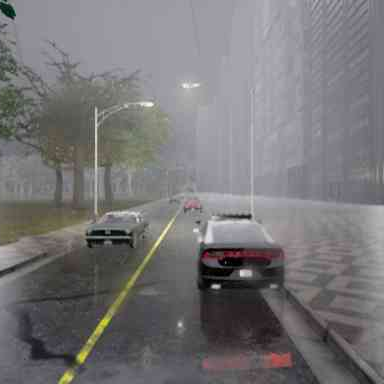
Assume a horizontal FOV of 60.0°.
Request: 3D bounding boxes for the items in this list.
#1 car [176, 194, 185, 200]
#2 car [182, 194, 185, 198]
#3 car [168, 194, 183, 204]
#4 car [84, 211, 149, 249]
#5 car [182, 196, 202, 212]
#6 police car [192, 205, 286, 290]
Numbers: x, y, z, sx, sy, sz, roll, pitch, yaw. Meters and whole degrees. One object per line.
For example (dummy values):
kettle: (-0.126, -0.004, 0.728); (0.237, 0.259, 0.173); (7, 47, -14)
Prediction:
car: (-2.850, 1.198, 83.914); (1.895, 1.301, 4.718); (0, 0, 0)
car: (0.114, 1.249, 47.972); (2.128, 1.511, 4.902); (0, 0, 1)
car: (-2.969, 1.257, 56.912); (2.033, 1.411, 5.357); (0, 0, 0)
car: (-3.076, 1.542, 14.410); (1.895, 1.301, 4.718); (0, 0, 0)
car: (0.133, 1.432, 35.212); (1.895, 1.301, 4.718); (0, 0, 0)
police car: (1.064, 1.388, 9.134); (1.930, 1.638, 5.238); (0, 0, 0)
